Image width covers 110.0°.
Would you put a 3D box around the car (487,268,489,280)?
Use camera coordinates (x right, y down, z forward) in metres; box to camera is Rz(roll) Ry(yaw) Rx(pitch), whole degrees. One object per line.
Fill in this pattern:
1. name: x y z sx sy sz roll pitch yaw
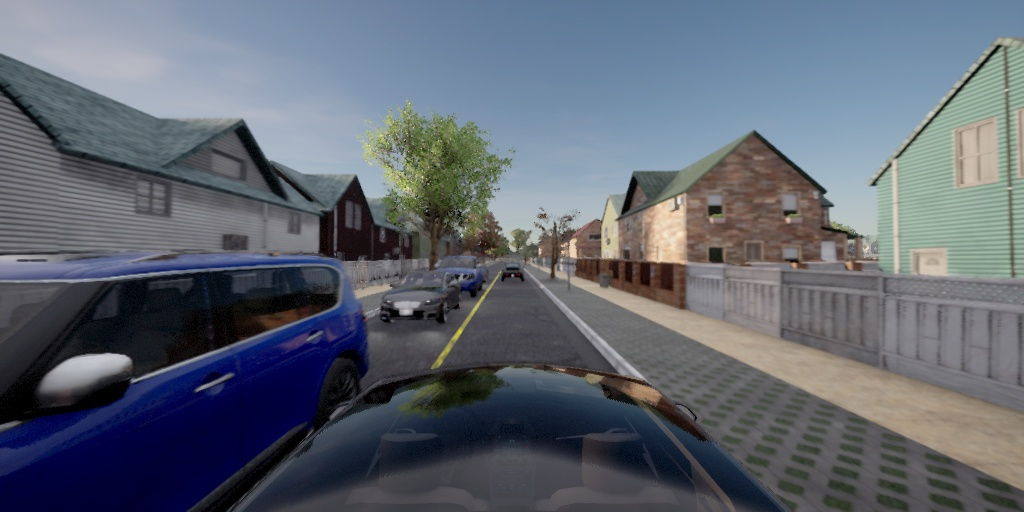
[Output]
1. car: -2.785 1.312 28.476 2.033 1.411 5.357 0 0 0

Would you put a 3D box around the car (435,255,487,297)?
1. car: -2.772 0.981 19.246 2.150 2.045 5.566 0 0 0

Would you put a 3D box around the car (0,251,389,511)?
1. car: -2.848 0.976 2.291 2.150 2.045 5.566 0 0 0

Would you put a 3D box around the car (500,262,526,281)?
1. car: 0.063 1.269 30.169 1.837 1.490 4.892 0 0 0

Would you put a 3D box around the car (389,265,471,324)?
1. car: -2.853 1.247 12.148 2.128 1.511 4.902 0 0 0
